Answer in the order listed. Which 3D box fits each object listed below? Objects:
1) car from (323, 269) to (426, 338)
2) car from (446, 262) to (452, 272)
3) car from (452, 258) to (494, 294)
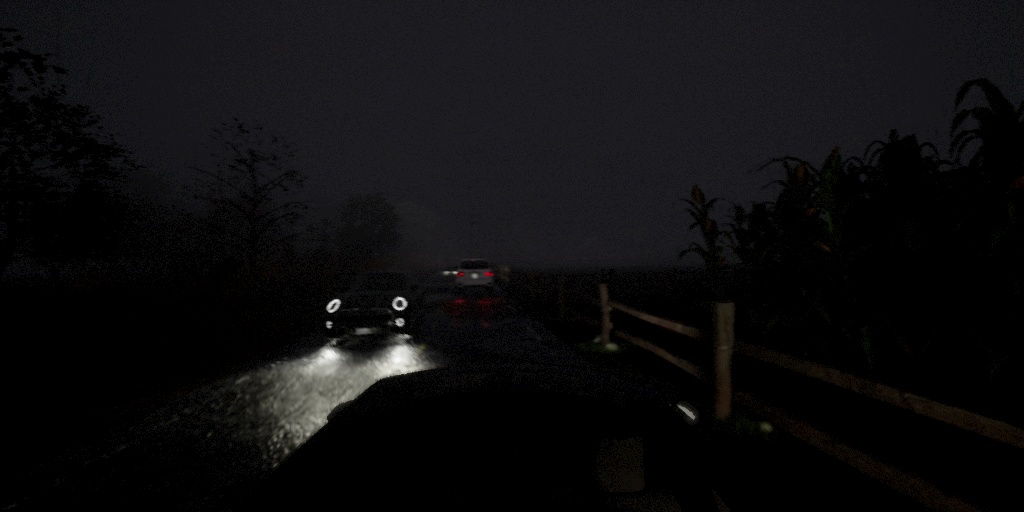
[{"bbox_3d":[-3.851,1.230,10.769,2.097,1.767,4.553,-1,-1,-8],"label":"car"},{"bbox_3d":[-9.947,1.768,59.752,1.882,1.535,5.008,-1,-1,-7],"label":"car"},{"bbox_3d":[-2.371,1.165,22.406,2.150,2.045,5.566,-1,0,-7],"label":"car"}]
